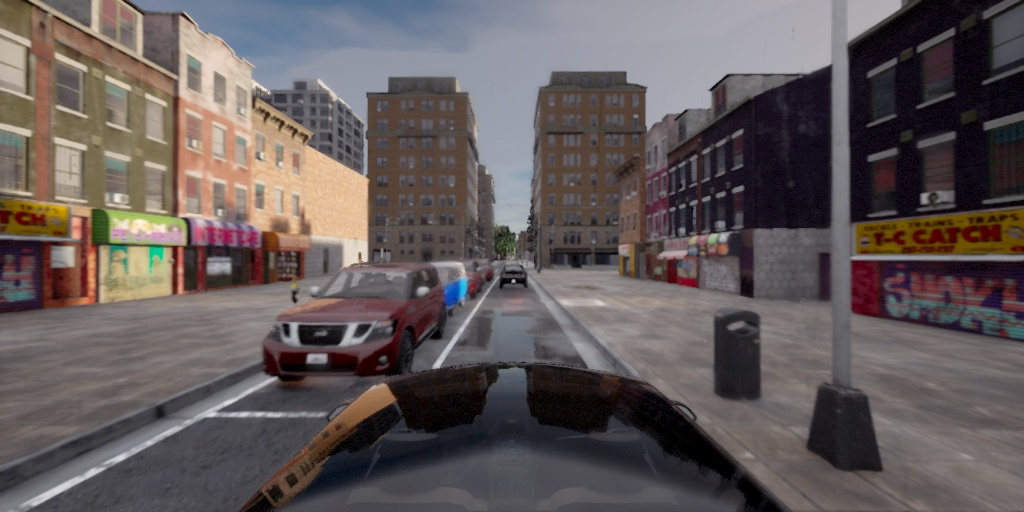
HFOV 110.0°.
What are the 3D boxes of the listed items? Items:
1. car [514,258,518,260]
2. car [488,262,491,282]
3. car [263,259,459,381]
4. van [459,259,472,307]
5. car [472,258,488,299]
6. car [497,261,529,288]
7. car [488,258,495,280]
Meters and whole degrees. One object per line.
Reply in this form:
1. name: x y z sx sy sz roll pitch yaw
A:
1. car: 0.099 1.305 41.292 1.882 1.535 5.008 0 0 0
2. car: -2.632 1.311 24.030 1.751 1.417 4.829 0 0 0
3. car: -2.635 1.070 7.359 2.192 1.841 5.009 0 0 0
4. van: -2.634 1.104 12.973 1.690 1.789 3.998 0 0 0
5. car: -2.633 1.088 18.586 2.192 1.841 5.009 0 0 0
6. car: 0.100 1.291 24.318 1.837 1.490 4.892 0 0 0
7. car: -2.631 1.113 29.813 2.192 1.841 5.009 0 0 0
